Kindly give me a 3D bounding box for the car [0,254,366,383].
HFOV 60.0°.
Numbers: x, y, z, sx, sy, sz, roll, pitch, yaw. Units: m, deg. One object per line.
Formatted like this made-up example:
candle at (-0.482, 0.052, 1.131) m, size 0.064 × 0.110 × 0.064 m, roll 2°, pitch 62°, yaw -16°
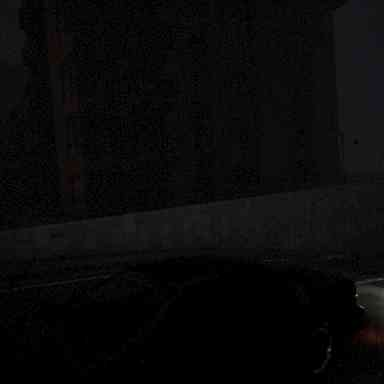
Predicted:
car at (-0.074, 1.549, 3.935) m, size 5.357 × 1.411 × 2.033 m, roll 0°, pitch 0°, yaw -35°
